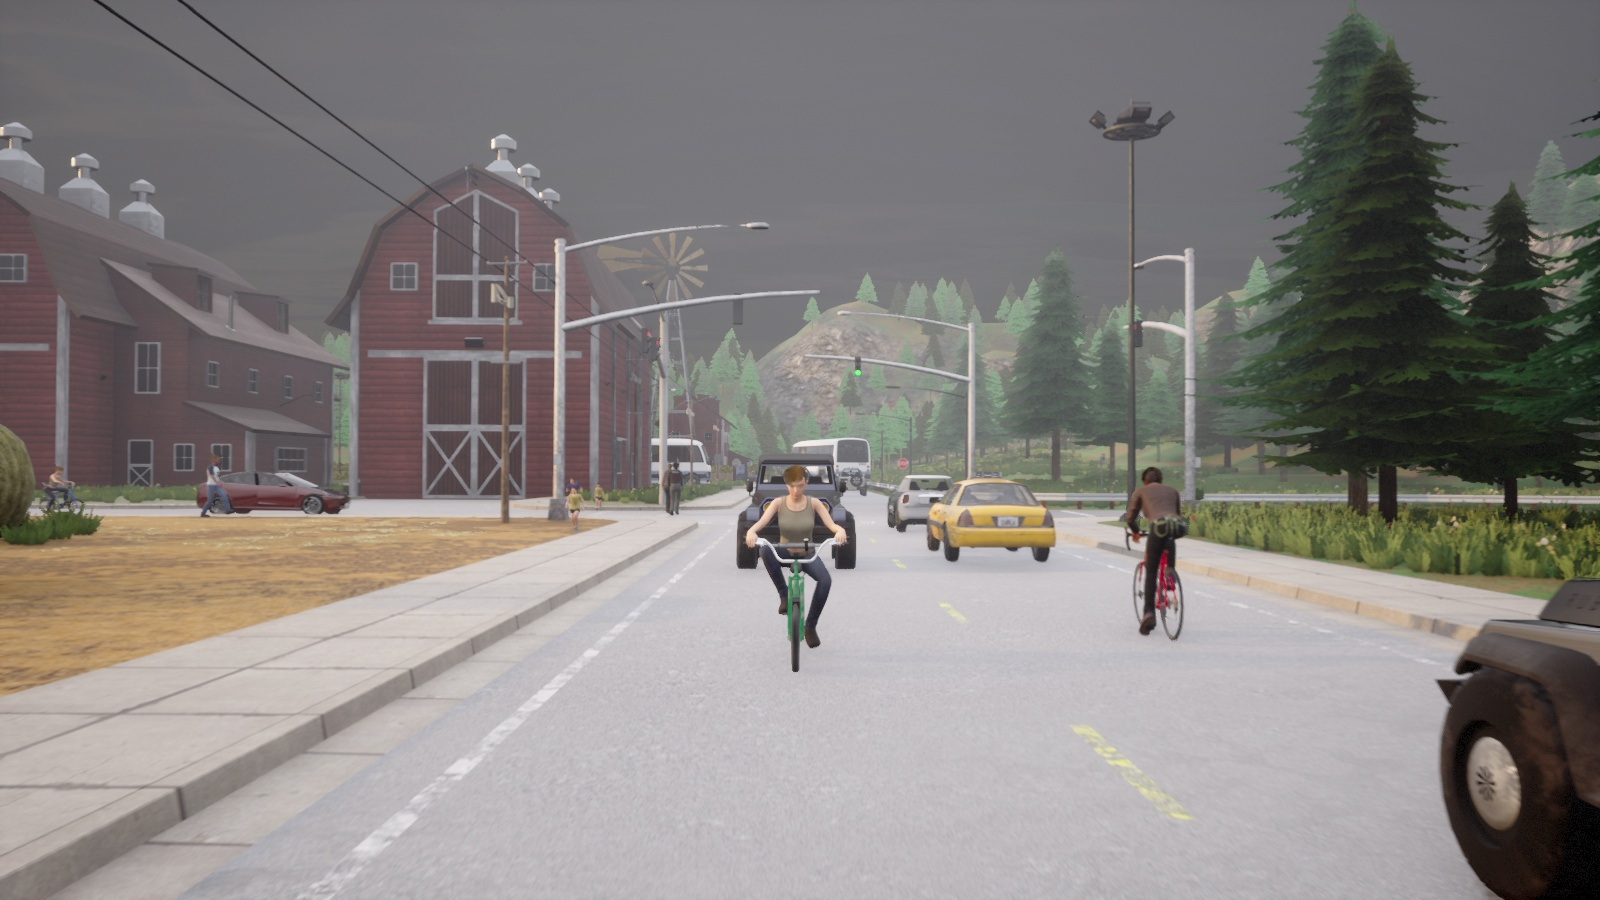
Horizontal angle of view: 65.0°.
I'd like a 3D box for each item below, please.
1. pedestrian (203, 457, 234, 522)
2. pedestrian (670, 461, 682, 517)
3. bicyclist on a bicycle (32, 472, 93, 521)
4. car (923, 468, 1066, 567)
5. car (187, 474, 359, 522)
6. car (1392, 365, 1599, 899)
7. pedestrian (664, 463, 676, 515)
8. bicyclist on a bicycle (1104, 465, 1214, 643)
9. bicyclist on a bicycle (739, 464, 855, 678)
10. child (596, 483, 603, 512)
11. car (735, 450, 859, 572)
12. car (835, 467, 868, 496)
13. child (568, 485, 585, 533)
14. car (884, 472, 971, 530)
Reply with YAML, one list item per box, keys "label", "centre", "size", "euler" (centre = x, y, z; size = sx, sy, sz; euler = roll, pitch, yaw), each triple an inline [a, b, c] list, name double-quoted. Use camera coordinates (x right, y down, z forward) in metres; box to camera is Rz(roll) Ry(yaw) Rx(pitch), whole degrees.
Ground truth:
- label: "pedestrian"
  centre: [-16.692, 1.128, 36.035]
  size: [0.706, 1.836, 0.354]
  euler: [0, -1, 2]
- label: "pedestrian"
  centre: [-4.309, 1.359, 43.720]
  size: [0.402, 1.930, 0.666]
  euler: [0, -1, -3]
- label: "bicyclist on a bicycle"
  centre: [-24.367, 1.536, 41.526]
  size: [1.509, 1.612, 0.866]
  euler: [0, -1, -1]
- label: "car"
  centre: [3.443, 1.143, 23.208]
  size: [1.801, 1.575, 5.366]
  euler: [0, -1, 0]
- label: "car"
  centre: [-17.415, 1.571, 41.668]
  size: [4.792, 1.488, 2.163]
  euler: [0, -1, -1]
- label: "car"
  centre: [3.491, 0.656, 3.421]
  size: [1.905, 1.878, 3.866]
  euler: [0, -1, 0]
- label: "pedestrian"
  centre: [-4.632, 1.376, 44.653]
  size: [0.331, 1.846, 0.634]
  euler: [0, -1, 2]
- label: "bicyclist on a bicycle"
  centre: [3.470, 0.965, 12.283]
  size: [0.582, 1.620, 1.656]
  euler: [0, -1, 0]
- label: "bicyclist on a bicycle"
  centre: [-0.025, 0.928, 10.246]
  size: [0.866, 1.612, 1.509]
  euler: [0, -1, 0]
- label: "child"
  centre: [-7.611, 1.803, 47.614]
  size: [0.255, 1.110, 0.394]
  euler: [0, -1, -5]
- label: "car"
  centre: [-0.053, 0.979, 21.320]
  size: [1.905, 1.878, 3.866]
  euler: [0, -1, 0]
- label: "car"
  centre: [3.300, 2.024, 81.806]
  size: [1.932, 1.855, 4.605]
  euler: [0, -1, 0]
- label: "child"
  centre: [-5.152, 1.356, 28.975]
  size: [0.255, 1.110, 0.394]
  euler: [0, -1, 12]
- label: "car"
  centre: [3.416, 1.356, 34.316]
  size: [1.970, 1.475, 3.806]
  euler: [0, -1, 0]
